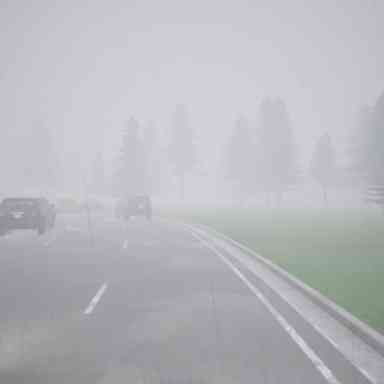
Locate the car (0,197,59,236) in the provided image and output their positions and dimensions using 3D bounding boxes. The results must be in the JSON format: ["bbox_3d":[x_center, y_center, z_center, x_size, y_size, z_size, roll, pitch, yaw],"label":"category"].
[{"bbox_3d":[-9.315,1.290,19.101,2.150,2.045,5.566,0,0,-14],"label":"car"}]

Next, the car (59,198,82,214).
[{"bbox_3d":[-13.890,1.458,35.561,2.097,1.767,4.553,0,0,-37],"label":"car"}]

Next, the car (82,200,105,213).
[{"bbox_3d":[-11.830,1.625,39.051,1.812,1.442,4.674,0,0,-39],"label":"car"}]

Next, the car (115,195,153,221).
[{"bbox_3d":[-4.977,1.276,28.088,2.150,2.045,5.566,0,0,-24],"label":"car"}]
